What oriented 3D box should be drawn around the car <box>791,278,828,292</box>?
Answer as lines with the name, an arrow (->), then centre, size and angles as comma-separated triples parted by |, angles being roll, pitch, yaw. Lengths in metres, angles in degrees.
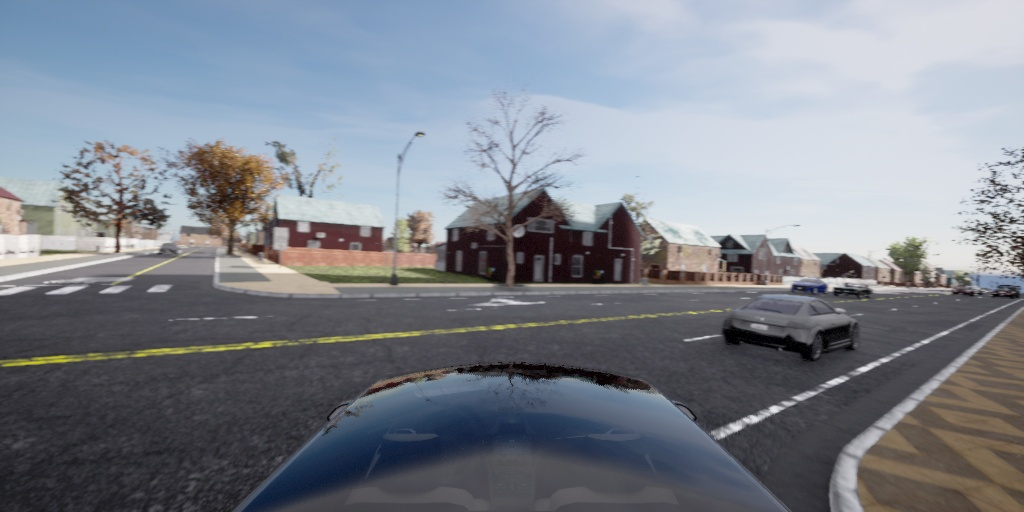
car -> 30.337, 3.023, 36.533 | 5.008, 1.535, 1.882 | 3, -1, -34

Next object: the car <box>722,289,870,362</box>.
car -> 7.509, 1.738, 9.594 | 4.181, 1.385, 1.994 | 3, 0, -34

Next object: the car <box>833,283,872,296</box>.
car -> 32.106, 3.218, 33.809 | 4.718, 1.301, 1.895 | 3, -1, -34

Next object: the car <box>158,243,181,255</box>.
car -> -42.959, -0.923, 45.030 | 1.837, 1.490, 4.892 | 2, 0, -39
